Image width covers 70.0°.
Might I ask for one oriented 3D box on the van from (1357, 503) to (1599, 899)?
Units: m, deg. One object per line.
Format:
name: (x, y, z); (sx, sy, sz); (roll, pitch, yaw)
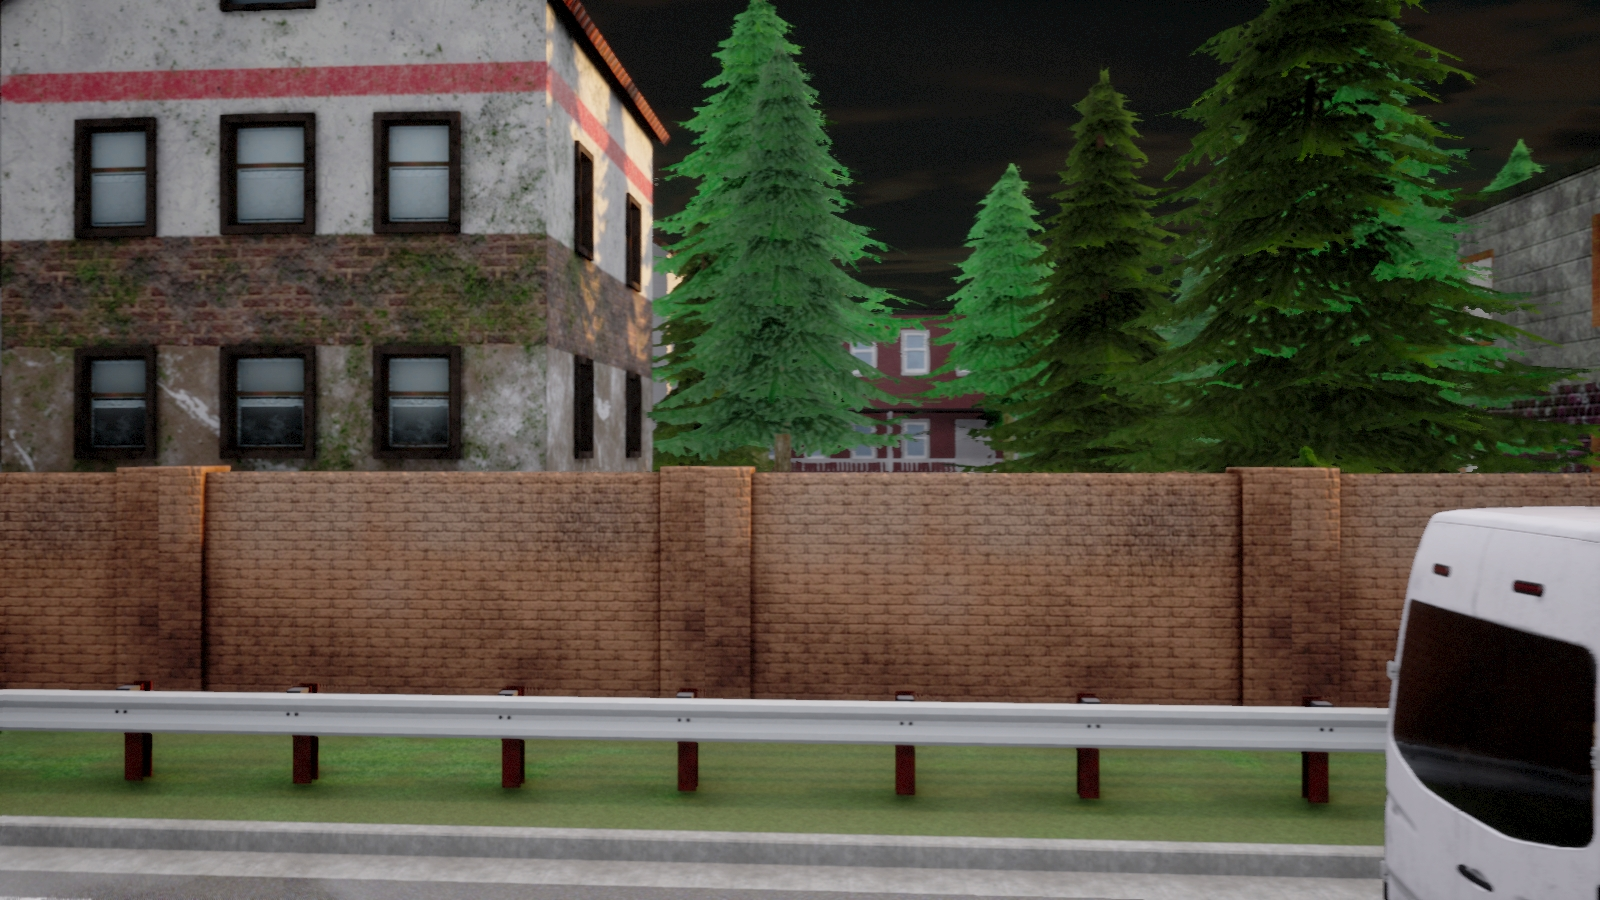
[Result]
van: (5.743, 1.541, 4.660); (5.915, 2.561, 1.988); (0, 0, 4)
